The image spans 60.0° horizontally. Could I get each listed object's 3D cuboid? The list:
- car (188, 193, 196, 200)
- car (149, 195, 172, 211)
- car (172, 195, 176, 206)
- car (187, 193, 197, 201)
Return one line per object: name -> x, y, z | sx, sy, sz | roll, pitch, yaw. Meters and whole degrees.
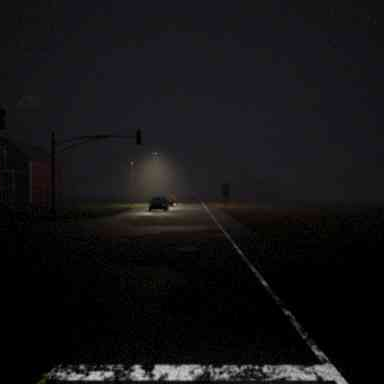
car -> -0.025, 1.024, 78.186 | 1.994, 1.385, 4.181 | 0, 0, 0
car -> -3.602, 1.249, 36.711 | 1.882, 1.535, 5.008 | 0, 0, 0
car -> -3.595, 1.230, 46.574 | 1.812, 1.442, 4.674 | 0, 0, 1
car -> -0.022, 1.025, 68.499 | 1.882, 1.535, 5.008 | 0, 0, 0
